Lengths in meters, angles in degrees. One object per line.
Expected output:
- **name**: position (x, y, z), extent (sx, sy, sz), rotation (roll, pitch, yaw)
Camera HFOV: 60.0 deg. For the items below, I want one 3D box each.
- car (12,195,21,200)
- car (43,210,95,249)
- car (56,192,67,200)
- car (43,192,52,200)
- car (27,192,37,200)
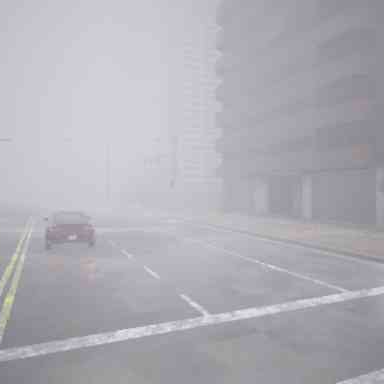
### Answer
- **car**: position (-43.271, 1.335, 81.927), extent (1.895, 1.301, 4.718), rotation (0, 0, -24)
- **car**: position (-5.326, 1.500, 14.331), extent (1.812, 1.442, 4.674), rotation (0, 0, -24)
- **car**: position (-31.891, 1.167, 82.207), extent (2.128, 1.511, 4.902), rotation (0, 0, -24)
- **car**: position (-35.242, 1.251, 81.125), extent (1.895, 1.301, 4.718), rotation (0, 0, -24)
- **car**: position (-40.076, 0.965, 83.357), extent (2.150, 2.045, 5.566), rotation (0, 0, -24)
